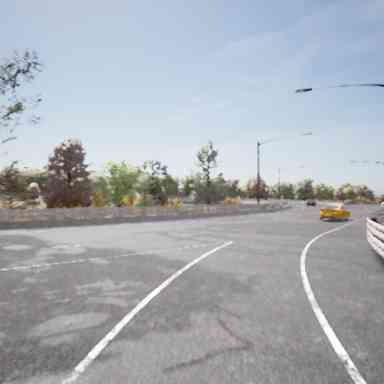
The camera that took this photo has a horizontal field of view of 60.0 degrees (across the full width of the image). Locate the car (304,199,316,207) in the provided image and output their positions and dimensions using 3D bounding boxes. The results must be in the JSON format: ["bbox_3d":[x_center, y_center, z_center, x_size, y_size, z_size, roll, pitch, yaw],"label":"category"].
[{"bbox_3d":[27.016,2.453,76.310,2.097,1.767,4.553,0,-1,11],"label":"car"}]

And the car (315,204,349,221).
[{"bbox_3d":[14.146,1.971,32.901,1.882,1.535,5.008,0,-1,37],"label":"car"}]
